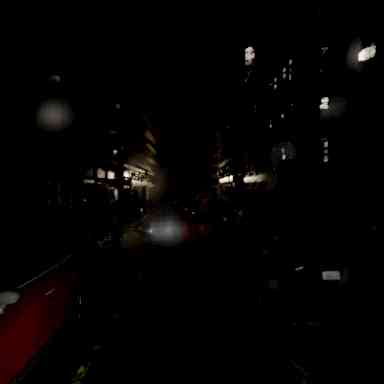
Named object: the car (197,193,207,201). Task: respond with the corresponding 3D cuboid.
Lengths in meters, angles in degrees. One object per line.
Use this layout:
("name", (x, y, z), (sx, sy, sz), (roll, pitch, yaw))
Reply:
("car", (2.548, 1.327, 85.866), (2.192, 1.841, 5.009), (-1, 0, 0))

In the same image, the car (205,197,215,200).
("car", (2.554, 1.575, 35.925), (1.947, 1.339, 4.313), (-1, 0, 0))

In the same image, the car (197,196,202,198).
("car", (0.092, 1.610, 44.275), (1.895, 1.301, 4.718), (0, 0, 0))

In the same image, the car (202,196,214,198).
("car", (2.553, 1.560, 41.474), (2.008, 1.369, 4.403), (-1, 0, 0))

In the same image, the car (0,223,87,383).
("car", (-2.843, 1.353, 3.794), (2.097, 1.767, 4.553), (0, 0, 0))

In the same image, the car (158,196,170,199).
("car", (-5.328, 1.536, 57.930), (1.752, 1.417, 4.829), (-1, 0, 0))

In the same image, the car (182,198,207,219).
("car", (0.098, 1.533, 29.336), (1.812, 1.442, 4.674), (0, 0, 0))

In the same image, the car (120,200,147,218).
("car", (-5.327, 1.448, 30.354), (1.967, 1.590, 4.097), (-1, 0, 0))

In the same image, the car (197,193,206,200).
("car", (2.547, 1.326, 91.415), (2.192, 1.841, 5.009), (-1, 0, 0))

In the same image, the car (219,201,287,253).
("car", (2.552, 1.319, 13.729), (2.192, 1.841, 5.009), (-1, 0, 0))

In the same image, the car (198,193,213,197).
("car", (2.550, 1.326, 52.572), (2.192, 1.841, 5.009), (-1, 0, 0))

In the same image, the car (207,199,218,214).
("car", (2.555, 1.590, 30.376), (1.802, 1.307, 4.206), (-1, 0, 0))

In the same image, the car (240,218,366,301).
("car", (2.556, 1.569, 8.180), (1.947, 1.339, 4.313), (-1, 0, 0))

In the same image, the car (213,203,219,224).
("car", (2.555, 1.557, 19.278), (2.008, 1.369, 4.403), (-1, 0, 0))

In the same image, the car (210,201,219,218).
("car", (2.555, 1.589, 24.827), (1.802, 1.307, 4.206), (-1, 0, 0))

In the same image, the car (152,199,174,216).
("car", (-2.850, 1.609, 32.814), (1.895, 1.301, 4.718), (0, 0, 0))
